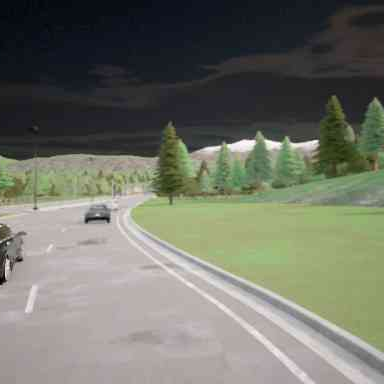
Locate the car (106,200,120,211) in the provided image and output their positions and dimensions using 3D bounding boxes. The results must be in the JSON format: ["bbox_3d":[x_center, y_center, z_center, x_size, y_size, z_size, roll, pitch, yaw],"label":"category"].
[{"bbox_3d":[-10.690,1.763,43.691,1.812,1.442,4.674,-1,0,-7],"label":"car"}]

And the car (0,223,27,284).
[{"bbox_3d":[-6.093,1.637,9.615,1.837,1.490,4.892,-1,0,-20],"label":"car"}]

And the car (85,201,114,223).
[{"bbox_3d":[-7.722,1.735,27.505,1.994,1.385,4.181,-1,0,-13],"label":"car"}]
